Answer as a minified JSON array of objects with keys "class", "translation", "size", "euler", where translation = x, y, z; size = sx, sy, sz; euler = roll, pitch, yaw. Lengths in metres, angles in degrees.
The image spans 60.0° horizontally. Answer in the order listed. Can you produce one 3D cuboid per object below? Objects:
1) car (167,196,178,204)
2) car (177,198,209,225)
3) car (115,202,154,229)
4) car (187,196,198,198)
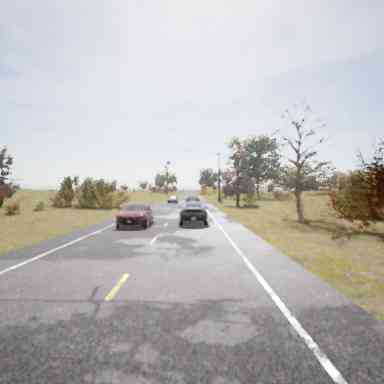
[{"class":"car","translation":[-3.515,1.372,60.716],"size":[2.033,1.411,5.357],"euler":[0,0,1]},{"class":"car","translation":[0.104,1.440,23.602],"size":[1.837,1.490,4.892],"euler":[0,0,0]},{"class":"car","translation":[-3.594,1.419,21.508],"size":[1.882,1.535,5.008],"euler":[0,0,0]},{"class":"car","translation":[0.108,1.234,41.942],"size":[2.097,1.767,4.553],"euler":[0,0,0]}]
